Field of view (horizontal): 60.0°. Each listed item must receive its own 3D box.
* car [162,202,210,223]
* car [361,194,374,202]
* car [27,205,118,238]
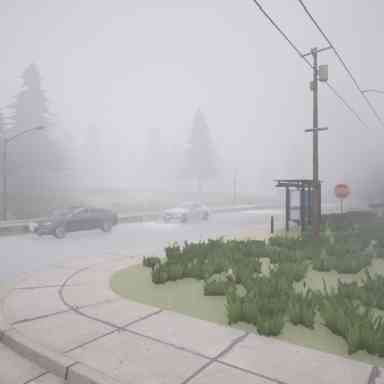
[{"bbox_3d":[-0.340,1.526,25.856,1.812,1.442,4.674,0,0,36],"label":"car"},{"bbox_3d":[40.389,1.355,76.486,2.097,1.767,4.553,0,0,36],"label":"car"},{"bbox_3d":[-6.184,1.492,17.782,2.128,1.511,4.902,0,0,36],"label":"car"}]
